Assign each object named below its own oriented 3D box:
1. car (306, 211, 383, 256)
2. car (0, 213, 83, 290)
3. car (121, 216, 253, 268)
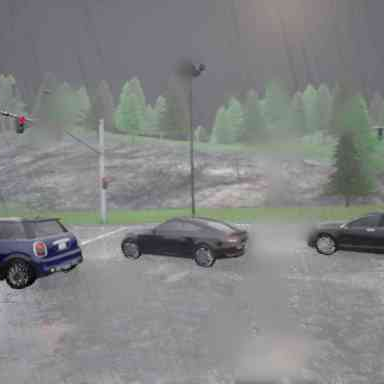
[{"bbox_3d":[6.154,1.379,10.775,1.837,1.490,4.892,1,-1,-43],"label":"car"},{"bbox_3d":[-5.504,1.495,9.308,4.553,1.767,2.097,-1,0,13],"label":"car"},{"bbox_3d":[-0.283,1.550,11.230,4.674,1.442,1.812,-1,-1,32],"label":"car"}]
